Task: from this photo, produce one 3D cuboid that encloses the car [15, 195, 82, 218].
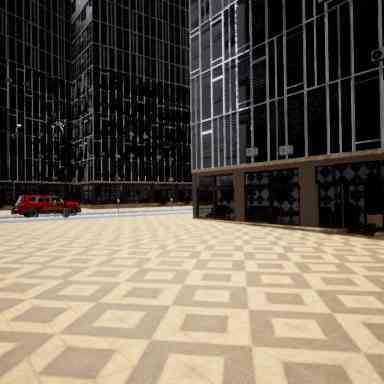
[{"bbox_3d":[-11.773,1.188,27.332,5.009,1.841,2.192,0,-1,-37],"label":"car"}]
